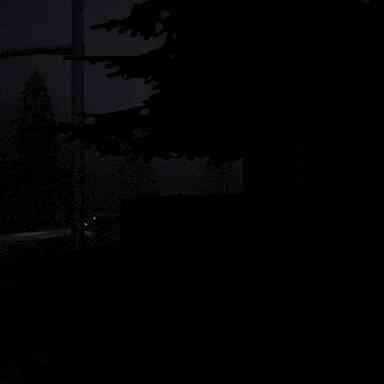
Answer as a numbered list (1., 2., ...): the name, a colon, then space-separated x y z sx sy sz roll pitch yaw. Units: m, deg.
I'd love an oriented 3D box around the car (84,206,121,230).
1. car: -4.971 1.584 21.363 1.895 1.301 4.718 0 0 36
